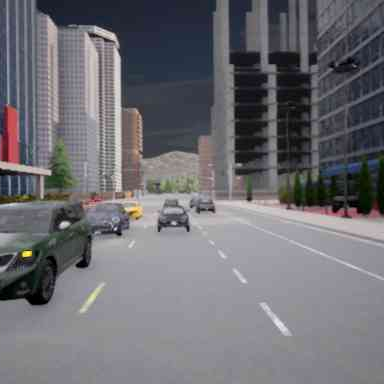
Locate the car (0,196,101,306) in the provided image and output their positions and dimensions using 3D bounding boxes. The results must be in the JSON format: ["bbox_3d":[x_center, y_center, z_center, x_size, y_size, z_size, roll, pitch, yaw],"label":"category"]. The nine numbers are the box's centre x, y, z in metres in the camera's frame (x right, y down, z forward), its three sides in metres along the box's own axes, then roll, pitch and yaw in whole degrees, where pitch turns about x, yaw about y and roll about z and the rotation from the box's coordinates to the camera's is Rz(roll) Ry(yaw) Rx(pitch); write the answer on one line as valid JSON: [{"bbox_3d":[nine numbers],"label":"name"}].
[{"bbox_3d":[-4.082,1.264,8.436,2.150,2.045,5.566,-1,0,-4],"label":"car"}]

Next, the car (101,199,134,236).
[{"bbox_3d":[-4.727,1.393,18.522,2.097,1.767,4.553,-1,0,-4],"label":"car"}]

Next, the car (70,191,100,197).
[{"bbox_3d":[-8.667,0.922,26.653,2.150,2.045,5.566,-1,0,-4],"label":"car"}]

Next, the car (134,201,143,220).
[{"bbox_3d":[-5.371,1.519,28.820,1.882,1.535,5.008,-1,0,-3],"label":"car"}]

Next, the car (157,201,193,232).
[{"bbox_3d":[-1.138,1.523,20.331,1.812,1.442,4.674,-1,0,-4],"label":"car"}]

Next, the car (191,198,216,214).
[{"bbox_3d":[1.362,1.449,35.210,2.128,1.511,4.902,-1,0,-3],"label":"car"}]

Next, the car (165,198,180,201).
[{"bbox_3d":[-2.694,1.488,44.304,2.128,1.511,4.902,-1,0,-4],"label":"car"}]

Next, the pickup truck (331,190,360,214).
[{"bbox_3d":[14.692,0.862,31.498,2.390,2.098,6.274,-1,0,27],"label":"pickup truck"}]
